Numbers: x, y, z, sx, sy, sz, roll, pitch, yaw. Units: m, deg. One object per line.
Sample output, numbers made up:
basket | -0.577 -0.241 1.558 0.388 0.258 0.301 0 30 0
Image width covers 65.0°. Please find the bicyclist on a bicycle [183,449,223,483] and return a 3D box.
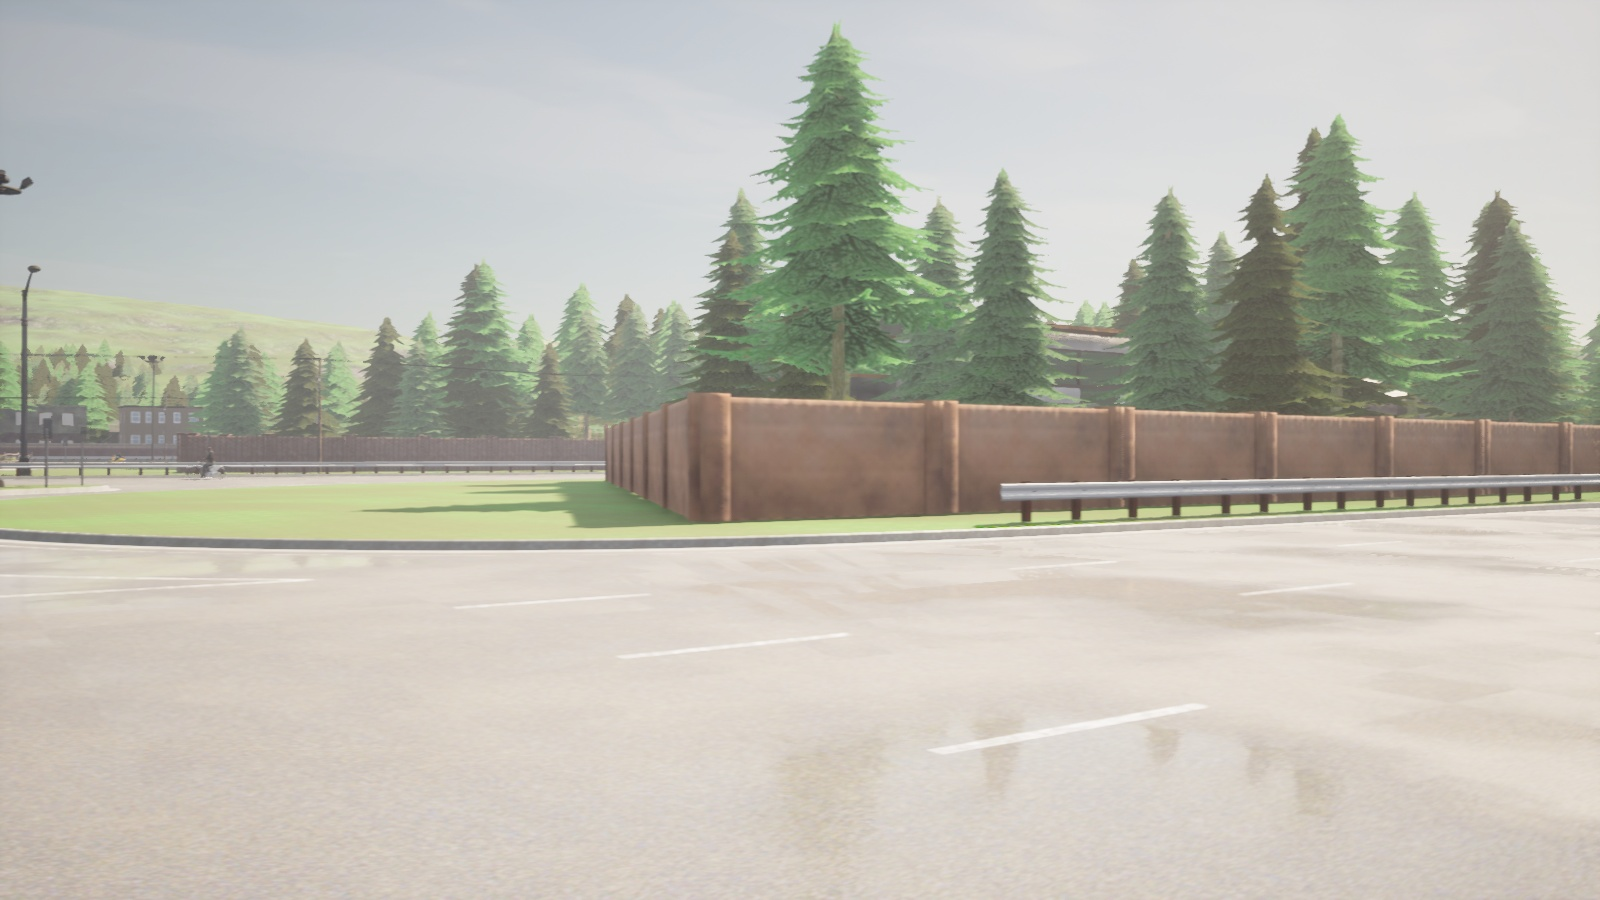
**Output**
bicyclist on a bicycle | -31.634 0.850 66.536 1.843 1.776 0.659 0 0 -35
